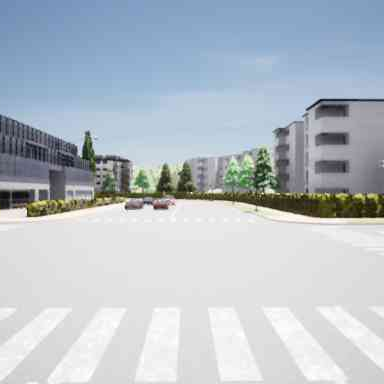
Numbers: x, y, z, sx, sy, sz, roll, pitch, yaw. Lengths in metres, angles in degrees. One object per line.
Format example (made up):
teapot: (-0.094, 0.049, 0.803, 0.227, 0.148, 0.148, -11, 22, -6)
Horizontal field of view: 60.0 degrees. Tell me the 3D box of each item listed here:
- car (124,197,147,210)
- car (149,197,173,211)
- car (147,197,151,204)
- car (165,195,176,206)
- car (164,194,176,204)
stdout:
car: (-7.318, 1.565, 42.167, 1.994, 1.385, 4.181, 0, 0, 0)
car: (-3.815, 1.602, 41.799, 1.895, 1.301, 4.718, 0, 0, 0)
car: (-7.423, 1.549, 57.281, 2.033, 1.411, 5.357, 0, 0, 0)
car: (-3.857, 1.352, 54.948, 2.097, 1.767, 4.553, 0, 0, -1)
car: (-4.104, 1.353, 62.096, 2.097, 1.767, 4.553, 0, 0, -2)
